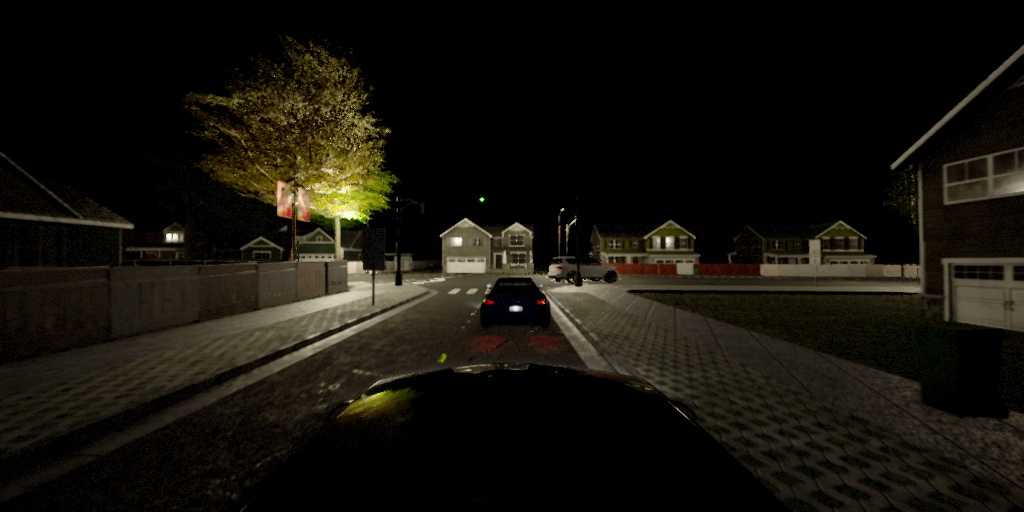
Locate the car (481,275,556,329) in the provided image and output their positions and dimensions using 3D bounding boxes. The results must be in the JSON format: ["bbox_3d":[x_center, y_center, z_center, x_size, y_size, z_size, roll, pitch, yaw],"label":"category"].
[{"bbox_3d":[0.098,1.368,11.465,1.994,1.385,4.181,0,0,0],"label":"car"}]

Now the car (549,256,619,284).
[{"bbox_3d":[5.585,1.102,27.885,5.566,2.045,2.150,1,-3,-20],"label":"car"}]
